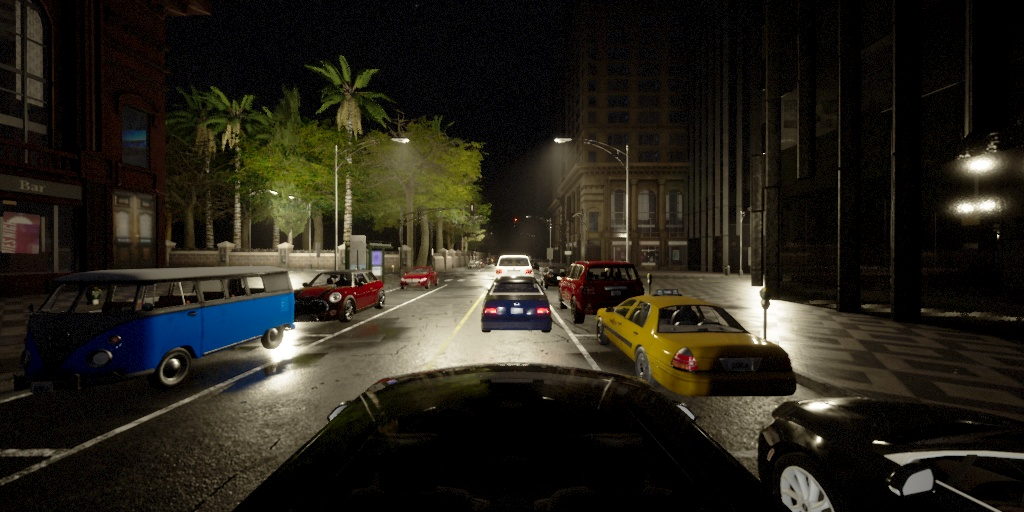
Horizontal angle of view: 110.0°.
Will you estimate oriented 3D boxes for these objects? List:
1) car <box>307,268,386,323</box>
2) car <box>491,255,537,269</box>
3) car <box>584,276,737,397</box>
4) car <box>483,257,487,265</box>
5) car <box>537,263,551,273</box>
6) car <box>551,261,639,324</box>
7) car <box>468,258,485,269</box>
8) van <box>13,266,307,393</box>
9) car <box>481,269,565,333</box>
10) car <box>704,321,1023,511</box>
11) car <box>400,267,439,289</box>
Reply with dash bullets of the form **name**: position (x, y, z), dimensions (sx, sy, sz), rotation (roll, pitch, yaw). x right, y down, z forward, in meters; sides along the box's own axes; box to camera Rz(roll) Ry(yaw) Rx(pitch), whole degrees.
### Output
- **car**: position (-5.759, 1.194, 11.918), dimensions (1.967, 1.591, 4.097), rotation (0, 0, 0)
- **car**: position (0.108, 0.978, 21.291), dimensions (2.150, 2.045, 5.566), rotation (0, 0, 0)
- **car**: position (2.764, 1.277, 6.643), dimensions (1.751, 1.417, 4.829), rotation (0, 0, 0)
- **car**: position (-5.742, 1.191, 60.050), dimensions (1.967, 1.591, 4.097), rotation (0, 0, 0)
- **car**: position (2.770, 1.322, 22.749), dimensions (1.948, 1.339, 4.313), rotation (0, 0, 0)
- **car**: position (2.766, 1.068, 11.899), dimensions (2.192, 1.841, 5.009), rotation (0, 0, 0)
- **car**: position (-5.743, 1.303, 54.630), dimensions (2.007, 1.370, 4.403), rotation (0, 0, 0)
- **van**: position (-5.761, 1.093, 6.491), dimensions (1.690, 1.789, 3.998), rotation (0, 0, 0)
- **car**: position (0.106, 1.301, 10.720), dimensions (2.033, 1.411, 5.357), rotation (0, 0, 0)
- **car**: position (2.762, 1.300, 1.048), dimensions (2.007, 1.370, 4.403), rotation (0, 0, 0)
- **car**: position (-5.755, 1.338, 22.770), dimensions (1.802, 1.307, 4.207), rotation (0, 0, 0)
